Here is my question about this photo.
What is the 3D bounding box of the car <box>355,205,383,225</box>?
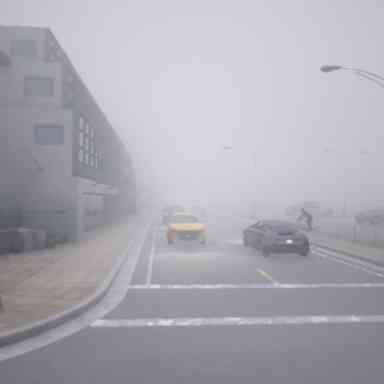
[{"bbox_3d":[16.513,1.922,28.105,5.027,1.636,2.152,1,-1,-6],"label":"car"}]

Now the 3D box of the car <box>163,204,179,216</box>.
[{"bbox_3d":[-3.092,2.462,47.206,2.128,1.511,4.902,1,-1,-5],"label":"car"}]

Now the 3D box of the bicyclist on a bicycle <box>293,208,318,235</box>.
[{"bbox_3d":[6.924,1.818,20.408,1.656,1.620,0.582,0,-1,-5],"label":"bicyclist on a bicycle"}]

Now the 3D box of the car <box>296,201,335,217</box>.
[{"bbox_3d":[15.285,2.090,40.840,3.866,1.878,1.905,1,-1,-6],"label":"car"}]

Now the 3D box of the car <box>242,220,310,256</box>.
[{"bbox_3d":[3.615,1.943,14.941,1.994,1.385,4.181,1,-1,-5],"label":"car"}]

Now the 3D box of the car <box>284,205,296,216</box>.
[{"bbox_3d":[14.595,2.162,43.691,4.605,1.855,1.932,1,-1,-6],"label":"car"}]

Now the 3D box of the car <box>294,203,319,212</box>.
[{"bbox_3d":[20.617,2.826,59.938,3.806,1.475,1.970,1,-1,-6],"label":"car"}]

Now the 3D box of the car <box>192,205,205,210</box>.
[{"bbox_3d":[0.760,2.493,44.382,2.033,1.411,5.357,1,-1,-5],"label":"car"}]

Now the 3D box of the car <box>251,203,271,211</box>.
[{"bbox_3d":[12.945,2.796,62.193,3.633,1.501,1.845,1,-1,-6],"label":"car"}]

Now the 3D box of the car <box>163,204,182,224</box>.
[{"bbox_3d":[-1.562,2.000,30.509,2.097,1.767,4.553,1,-1,-5],"label":"car"}]

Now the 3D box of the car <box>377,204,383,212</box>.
[{"bbox_3d":[38.857,3.032,64.699,4.514,1.523,2.007,1,-1,-6],"label":"car"}]

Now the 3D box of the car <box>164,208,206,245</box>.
[{"bbox_3d":[-0.392,1.890,18.302,1.882,1.535,5.008,1,-1,-5],"label":"car"}]
